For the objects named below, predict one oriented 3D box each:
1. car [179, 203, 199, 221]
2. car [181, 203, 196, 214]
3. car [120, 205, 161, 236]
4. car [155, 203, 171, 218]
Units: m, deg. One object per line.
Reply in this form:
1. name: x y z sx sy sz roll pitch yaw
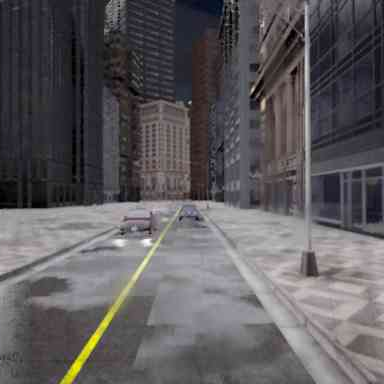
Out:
1. car: -0.281 1.914 31.463 2.033 1.411 5.357 0 -1 0
2. car: -0.419 2.115 43.659 1.895 1.301 4.718 0 -1 0
3. car: -3.194 1.783 20.622 1.812 1.442 4.674 0 -1 -1
4. car: -3.355 1.959 35.821 1.812 1.442 4.674 0 -1 -1
